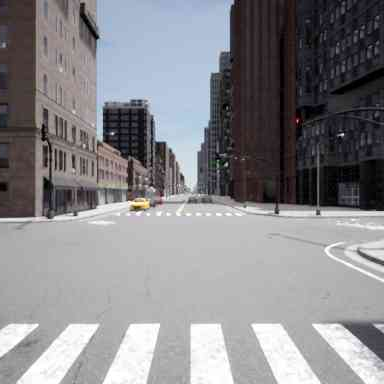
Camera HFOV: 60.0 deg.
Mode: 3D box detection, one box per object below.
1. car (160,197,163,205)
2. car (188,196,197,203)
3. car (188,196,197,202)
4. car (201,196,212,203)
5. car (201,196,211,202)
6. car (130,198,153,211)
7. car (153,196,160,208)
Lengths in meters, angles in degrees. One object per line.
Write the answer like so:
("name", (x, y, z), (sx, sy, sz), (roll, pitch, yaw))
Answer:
("car", (-6.493, 1.600, 61.798), (1.882, 1.535, 5.008), (0, 0, 0))
("car", (0.105, 1.656, 71.751), (2.128, 1.511, 4.902), (0, 0, 0))
("car", (0.093, 1.706, 82.065), (1.994, 1.385, 4.181), (0, 0, 0))
("car", (3.330, 1.660, 70.902), (2.128, 1.511, 4.902), (0, 0, 0))
("car", (3.342, 1.647, 81.322), (2.128, 1.511, 4.902), (0, 0, 0))
("car", (-6.550, 1.562, 42.127), (1.882, 1.535, 5.008), (0, 0, 0))
("car", (-6.525, 1.667, 51.376), (1.994, 1.385, 4.181), (0, 0, 1))
